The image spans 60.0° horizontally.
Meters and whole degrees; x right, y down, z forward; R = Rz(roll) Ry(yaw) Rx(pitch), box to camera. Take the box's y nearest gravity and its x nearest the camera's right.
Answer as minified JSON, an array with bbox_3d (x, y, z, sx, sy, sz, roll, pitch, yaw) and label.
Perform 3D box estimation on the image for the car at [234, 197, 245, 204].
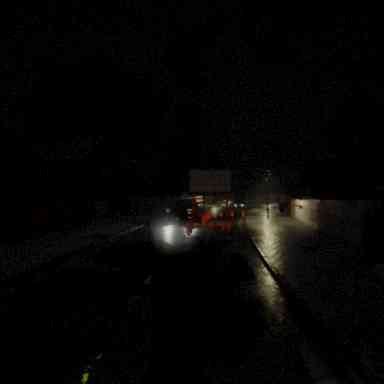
[{"bbox_3d":[9.316,1.638,64.846,2.033,1.411,5.357,0,0,14],"label":"car"}]

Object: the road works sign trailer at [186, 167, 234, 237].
[{"bbox_3d":[1.005,0.463,17.980,2.380,3.560,2.880,0,0,8],"label":"road works sign trailer"}]

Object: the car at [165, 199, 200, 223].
[{"bbox_3d":[-0.645,1.360,25.642,2.097,1.767,4.553,0,0,9],"label":"car"}]

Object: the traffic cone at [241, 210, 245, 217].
[{"bbox_3d":[4.671,1.967,30.585,0.340,0.580,0.340,0,0,8],"label":"traffic cone"}]
